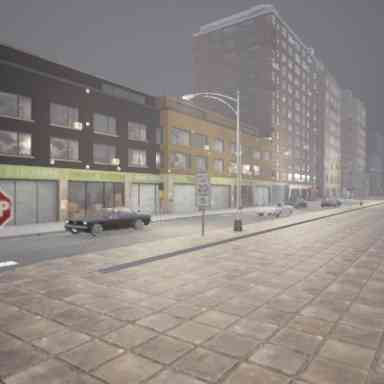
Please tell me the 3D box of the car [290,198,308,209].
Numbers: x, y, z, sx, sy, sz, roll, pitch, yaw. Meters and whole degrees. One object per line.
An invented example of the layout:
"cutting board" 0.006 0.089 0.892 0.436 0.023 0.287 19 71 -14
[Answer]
"car" 13.248 1.454 42.599 2.033 1.411 5.357 0 0 36

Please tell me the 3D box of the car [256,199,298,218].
"car" 7.457 1.540 29.561 1.895 1.301 4.718 0 0 36

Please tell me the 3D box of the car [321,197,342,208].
"car" 19.484 1.455 46.367 2.033 1.411 5.357 0 0 36

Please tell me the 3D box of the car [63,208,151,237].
"car" -4.441 1.559 18.018 1.895 1.301 4.718 0 0 36
